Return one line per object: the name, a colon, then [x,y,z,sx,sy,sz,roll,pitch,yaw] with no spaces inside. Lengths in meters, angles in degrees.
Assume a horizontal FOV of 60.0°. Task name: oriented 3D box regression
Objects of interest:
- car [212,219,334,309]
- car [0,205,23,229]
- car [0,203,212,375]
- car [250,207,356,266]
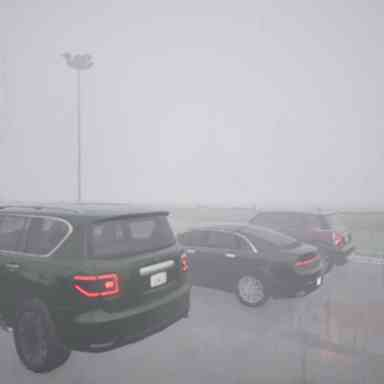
car: [0.507,1.499,7.919,4.892,1.490,1.837,0,0,35]
car: [-13.235,1.576,21.945,4.181,1.385,1.994,0,0,35]
car: [-2.618,1.222,5.843,5.566,2.045,2.150,0,0,35]
car: [2.655,1.340,10.686,4.553,1.767,2.097,0,0,35]
